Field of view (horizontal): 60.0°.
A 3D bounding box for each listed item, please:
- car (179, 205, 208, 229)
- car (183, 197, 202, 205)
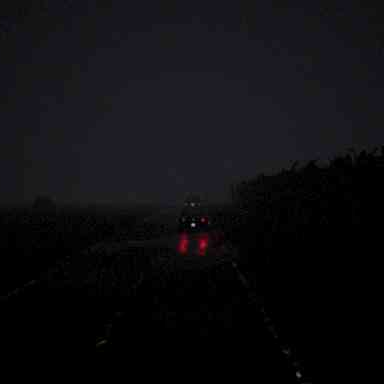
[{"bbox_3d":[0.079,1.836,23.484,1.895,1.301,4.718,0,-1,0],"label":"car"},{"bbox_3d":[0.064,1.609,40.598,2.150,2.045,5.566,0,-1,0],"label":"car"}]
